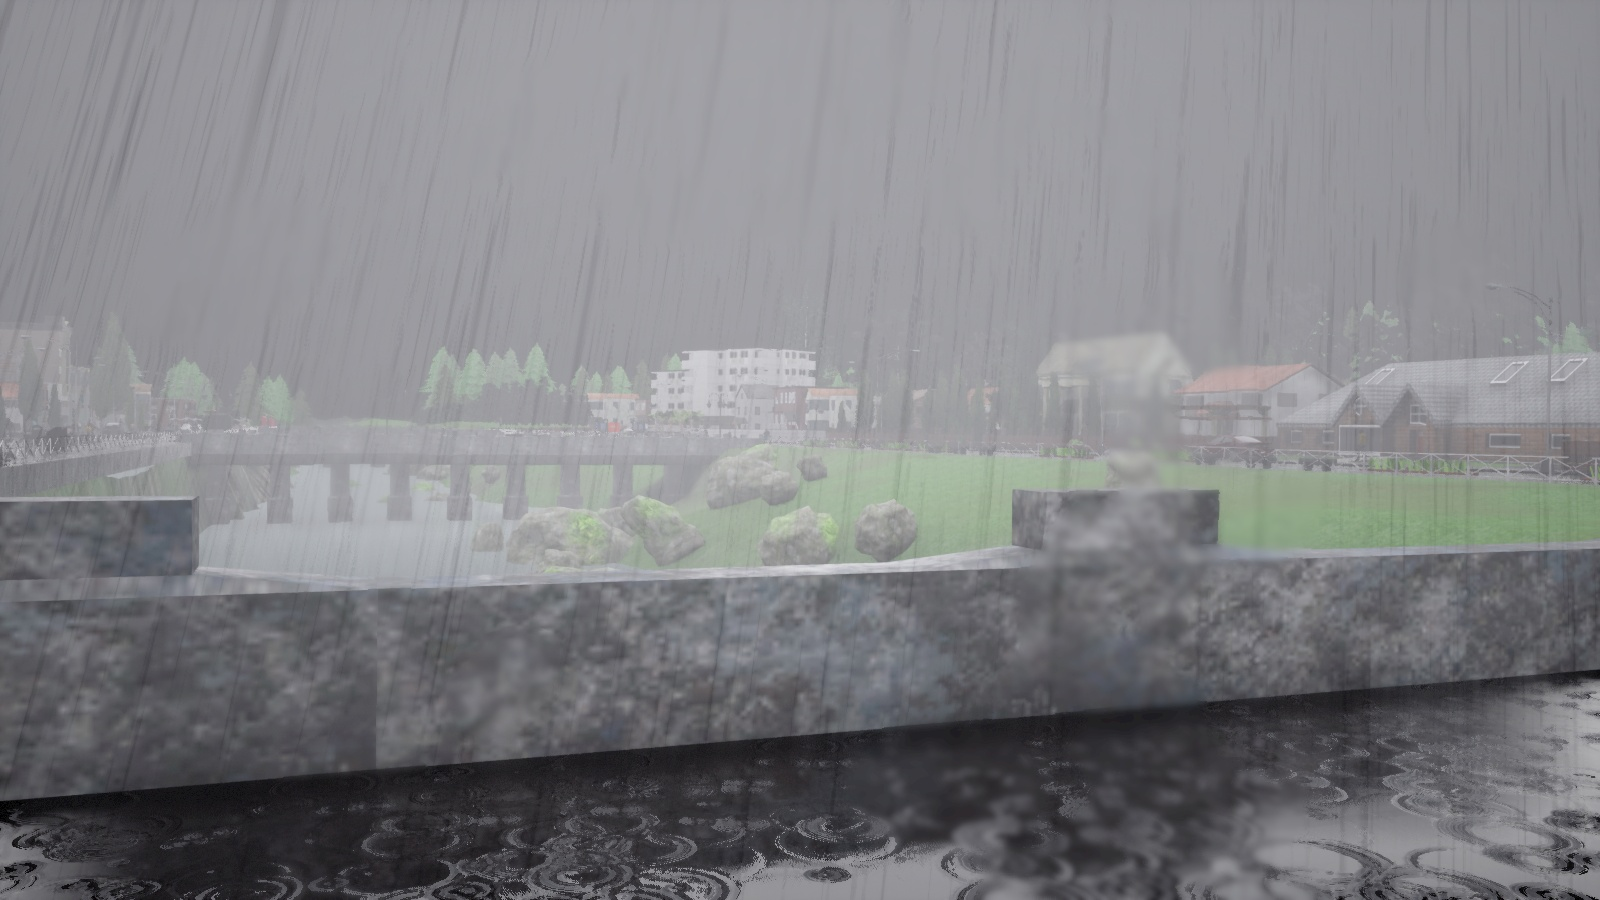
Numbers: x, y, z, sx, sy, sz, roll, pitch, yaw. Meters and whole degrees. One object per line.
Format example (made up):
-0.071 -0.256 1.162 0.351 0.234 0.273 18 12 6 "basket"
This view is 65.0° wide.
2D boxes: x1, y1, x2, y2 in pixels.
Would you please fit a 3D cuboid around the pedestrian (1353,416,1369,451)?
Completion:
29.691 -0.894 66.483 0.370 1.835 0.726 -1 1 -19 "pedestrian"

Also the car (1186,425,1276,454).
23.436 -0.591 68.447 1.882 1.535 5.008 -1 1 -21 "car"
